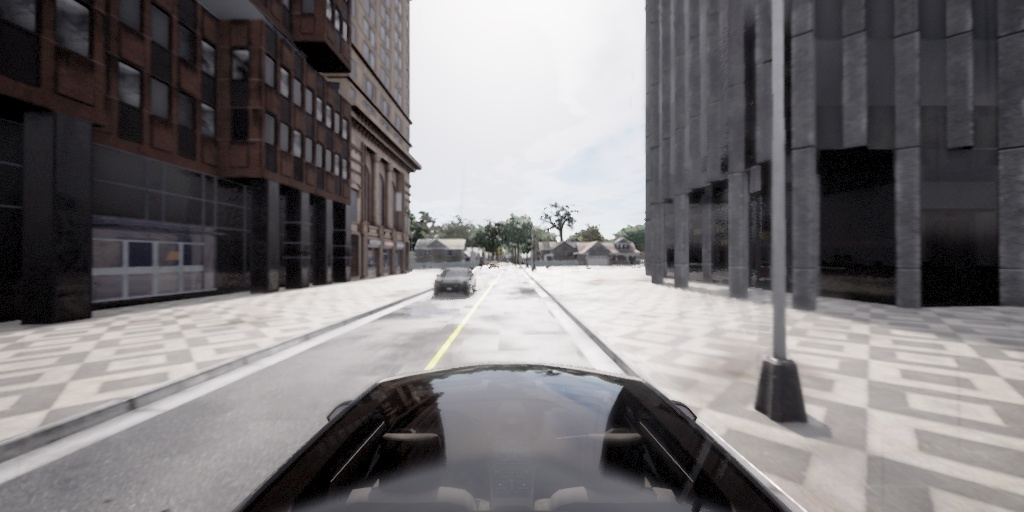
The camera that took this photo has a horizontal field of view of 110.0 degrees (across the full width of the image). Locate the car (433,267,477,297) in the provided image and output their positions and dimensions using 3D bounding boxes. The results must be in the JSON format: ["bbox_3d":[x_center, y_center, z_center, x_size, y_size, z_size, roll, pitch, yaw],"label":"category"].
[{"bbox_3d":[-3.103,1.370,20.235,1.882,1.535,5.008,0,0,0],"label":"car"}]

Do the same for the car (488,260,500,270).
[{"bbox_3d":[-3.012,1.446,61.228,1.882,1.535,5.008,0,-1,0],"label":"car"}]
